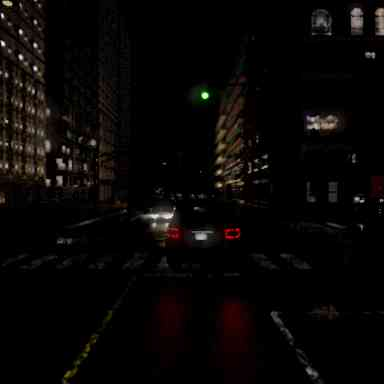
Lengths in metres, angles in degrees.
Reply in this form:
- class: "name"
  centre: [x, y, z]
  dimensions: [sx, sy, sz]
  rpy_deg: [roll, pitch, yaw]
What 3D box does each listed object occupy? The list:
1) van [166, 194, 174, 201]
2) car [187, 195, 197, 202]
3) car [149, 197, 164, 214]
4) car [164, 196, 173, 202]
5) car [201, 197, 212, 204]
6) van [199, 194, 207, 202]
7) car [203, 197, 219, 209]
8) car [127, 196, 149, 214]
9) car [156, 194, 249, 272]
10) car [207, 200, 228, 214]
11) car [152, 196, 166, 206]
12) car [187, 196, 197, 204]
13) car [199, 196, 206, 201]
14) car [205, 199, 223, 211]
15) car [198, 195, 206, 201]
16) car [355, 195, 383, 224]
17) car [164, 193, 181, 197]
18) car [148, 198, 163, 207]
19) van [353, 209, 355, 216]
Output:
- class: "van"
  centre: [-5.693, 1.445, 85.898]
  dimensions: [1.690, 1.788, 3.998]
  rpy_deg: [0, 0, 0]
- class: "car"
  centre: [0.002, 1.462, 76.454]
  dimensions: [2.128, 1.511, 4.902]
  rpy_deg: [0, 0, 0]
- class: "car"
  centre: [-3.083, 1.591, 35.487]
  dimensions: [1.994, 1.385, 4.181]
  rpy_deg: [0, 0, 1]
- class: "car"
  centre: [-5.692, 1.638, 80.370]
  dimensions: [1.887, 1.381, 4.507]
  rpy_deg: [0, 0, 0]
- class: "car"
  centre: [2.687, 1.630, 63.786]
  dimensions: [1.947, 1.339, 4.313]
  rpy_deg: [0, 0, 0]
- class: "van"
  centre: [2.687, 1.434, 80.369]
  dimensions: [1.690, 1.788, 3.998]
  rpy_deg: [0, 0, 0]
- class: "car"
  centre: [2.686, 1.479, 47.203]
  dimensions: [1.967, 1.590, 4.097]
  rpy_deg: [0, 0, 0]
- class: "car"
  centre: [-5.695, 1.342, 36.149]
  dimensions: [2.192, 1.841, 5.009]
  rpy_deg: [0, 0, 0]
- class: "car"
  centre: [0.690, 1.228, 11.084]
  dimensions: [2.150, 2.045, 5.566]
  rpy_deg: [0, 0, 10]
- class: "car"
  centre: [2.686, 1.572, 36.148]
  dimensions: [1.887, 1.381, 4.507]
  rpy_deg: [0, 0, 0]
- class: "car"
  centre: [-5.694, 1.495, 58.260]
  dimensions: [1.967, 1.590, 4.097]
  rpy_deg: [0, 0, 0]
- class: "car"
  centre: [0.002, 1.545, 66.033]
  dimensions: [1.882, 1.535, 5.008]
  rpy_deg: [0, 0, 0]
- class: "car"
  centre: [2.688, 1.649, 85.897]
  dimensions: [1.887, 1.381, 4.507]
  rpy_deg: [0, 0, 0]
- class: "car"
  centre: [2.686, 1.578, 41.675]
  dimensions: [1.887, 1.381, 4.507]
  rpy_deg: [0, 0, 0]
- class: "car"
  centre: [2.689, 1.666, 91.424]
  dimensions: [2.008, 1.369, 4.403]
  rpy_deg: [0, 0, 0]
- class: "car"
  centre: [13.367, 1.151, 21.158]
  dimensions: [4.553, 1.767, 2.097]
  rpy_deg: [-1, 0, 1]
- class: "car"
  centre: [-3.074, 1.258, 47.703]
  dimensions: [2.150, 2.045, 5.566]
  rpy_deg: [0, 0, 0]
- class: "car"
  centre: [-5.693, 1.612, 52.732]
  dimensions: [1.947, 1.339, 4.313]
  rpy_deg: [0, 0, 0]
- class: "van"
  centre: [13.709, 1.124, 23.704]
  dimensions: [3.998, 1.788, 1.690]
  rpy_deg: [-1, 1, 0]
